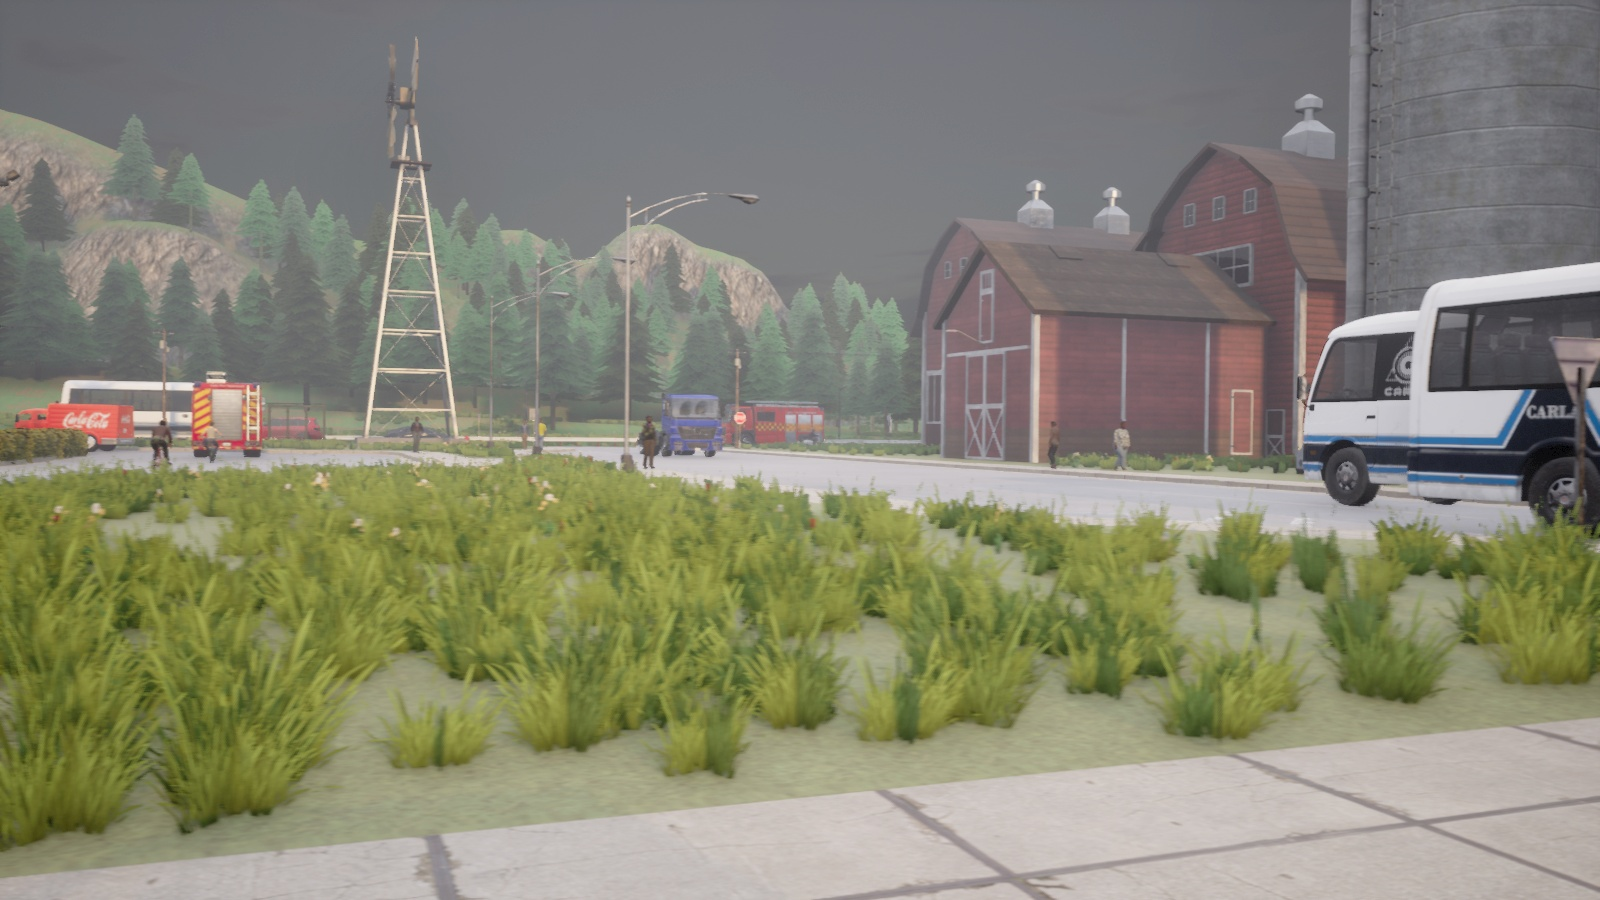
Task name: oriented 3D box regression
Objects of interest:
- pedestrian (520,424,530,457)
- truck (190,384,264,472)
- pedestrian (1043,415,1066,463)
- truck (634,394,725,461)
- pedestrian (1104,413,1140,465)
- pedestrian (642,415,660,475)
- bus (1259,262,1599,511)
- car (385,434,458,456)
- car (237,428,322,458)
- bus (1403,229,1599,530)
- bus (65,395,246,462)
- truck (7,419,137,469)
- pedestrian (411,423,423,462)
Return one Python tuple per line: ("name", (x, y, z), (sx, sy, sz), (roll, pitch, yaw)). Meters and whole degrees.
("pedestrian", (-16.232, -0.578, 74.118), (0.423, 1.949, 0.788), (-1, 1, -6))
("truck", (-27.010, -1.040, 59.307), (2.891, 3.827, 8.468), (-1, 1, -24))
("pedestrian", (9.539, -0.415, 46.995), (0.328, 1.805, 0.869), (-1, 1, -31))
("truck", (-6.769, -1.240, 69.368), (2.891, 3.462, 7.936), (-1, 1, -21))
("pedestrian", (11.659, -0.414, 45.509), (0.874, 1.855, 0.900), (-1, 1, -27))
("pedestrian", (-4.942, -0.169, 41.500), (0.395, 1.930, 0.692), (-1, 1, -22))
("bus", (14.389, -1.143, 25.065), (3.944, 4.253, 10.273), (-1, 1, -22))
("car", (-27.086, -0.367, 89.777), (4.892, 1.490, 1.837), (-1, 1, -20))
("car", (-37.141, -0.542, 89.763), (5.566, 2.045, 2.150), (-1, 1, -20))
("bus", (13.792, -1.003, 16.866), (3.944, 4.253, 10.273), (-1, 1, -22))
("bus", (-42.792, -1.481, 83.910), (10.273, 4.253, 3.944), (-1, 1, -20))
("truck", (-37.577, -0.335, 64.982), (5.204, 2.467, 2.627), (0, 1, -8))
("pedestrian", (-19.008, -0.362, 62.381), (0.402, 1.930, 0.666), (-1, 1, -30))
